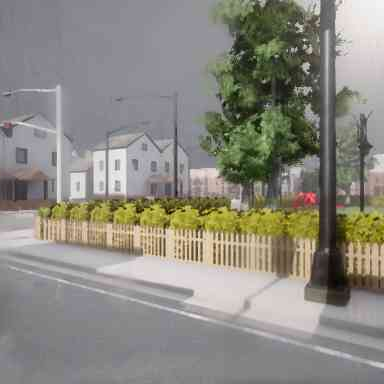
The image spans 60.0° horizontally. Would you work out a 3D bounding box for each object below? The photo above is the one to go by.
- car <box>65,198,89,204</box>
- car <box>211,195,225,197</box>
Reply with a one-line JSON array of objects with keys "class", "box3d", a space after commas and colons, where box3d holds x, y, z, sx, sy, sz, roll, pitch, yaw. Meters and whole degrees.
[{"class": "car", "box3d": [-11.477, 1.412, 32.310, 1.882, 1.535, 5.008, 0, 0, 35]}, {"class": "car", "box3d": [3.959, 1.279, 54.601, 2.097, 1.767, 4.553, 0, 0, 35]}]
